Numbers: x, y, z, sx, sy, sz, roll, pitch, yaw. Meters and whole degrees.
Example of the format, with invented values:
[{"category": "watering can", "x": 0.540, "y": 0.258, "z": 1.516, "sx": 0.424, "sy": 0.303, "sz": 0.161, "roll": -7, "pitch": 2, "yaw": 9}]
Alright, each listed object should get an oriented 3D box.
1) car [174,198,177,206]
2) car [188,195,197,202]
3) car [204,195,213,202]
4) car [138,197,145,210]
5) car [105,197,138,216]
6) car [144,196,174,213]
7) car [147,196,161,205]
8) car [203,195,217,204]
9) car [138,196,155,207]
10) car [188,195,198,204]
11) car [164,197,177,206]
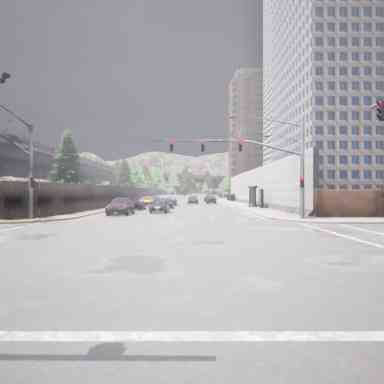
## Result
[{"category": "car", "x": -3.525, "y": 1.564, "z": 45.358, "sx": 1.994, "sy": 1.385, "sz": 4.181, "roll": 0, "pitch": 0, "yaw": -1}, {"category": "car", "x": 0.123, "y": 1.478, "z": 74.623, "sx": 1.882, "sy": 1.535, "sz": 5.008, "roll": 0, "pitch": 0, "yaw": 0}, {"category": "car", "x": 3.621, "y": 1.500, "z": 74.494, "sx": 1.837, "sy": 1.490, "sz": 4.892, "roll": 0, "pitch": 0, "yaw": 0}, {"category": "car", "x": -7.026, "y": 1.601, "z": 41.840, "sx": 1.895, "sy": 1.301, "sz": 4.718, "roll": 0, "pitch": 0, "yaw": 0}, {"category": "car", "x": -7.041, "y": 1.352, "z": 32.855, "sx": 2.097, "sy": 1.767, "sz": 4.553, "roll": 0, "pitch": 0, "yaw": 0}, {"category": "car", "x": -3.530, "y": 1.492, "z": 36.438, "sx": 2.128, "sy": 1.511, "sz": 4.902, "roll": 0, "pitch": 0, "yaw": 0}, {"category": "car", "x": -6.965, "y": 1.478, "z": 61.429, "sx": 1.882, "sy": 1.535, "sz": 5.008, "roll": 0, "pitch": 0, "yaw": 1}, {"category": "car", "x": 3.703, "y": 1.505, "z": 64.098, "sx": 1.837, "sy": 1.490, "sz": 4.892, "roll": 0, "pitch": 0, "yaw": 0}, {"category": "car", "x": -7.005, "y": 1.478, "z": 51.356, "sx": 1.882, "sy": 1.535, "sz": 5.008, "roll": 0, "pitch": 0, "yaw": 0}, {"category": "car", "x": 0.214, "y": 1.564, "z": 64.377, "sx": 1.994, "sy": 1.385, "sz": 4.181, "roll": 0, "pitch": 0, "yaw": -1}, {"category": "car", "x": -3.488, "y": 1.601, "z": 55.340, "sx": 1.895, "sy": 1.301, "sz": 4.718, "roll": 0, "pitch": 0, "yaw": 0}]
